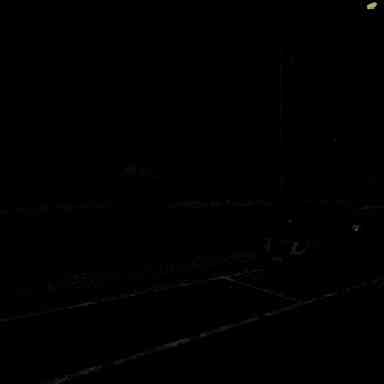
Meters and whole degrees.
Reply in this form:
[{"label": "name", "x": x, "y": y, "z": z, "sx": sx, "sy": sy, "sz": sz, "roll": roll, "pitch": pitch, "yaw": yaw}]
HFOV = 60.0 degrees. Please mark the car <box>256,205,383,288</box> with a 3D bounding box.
[{"label": "car", "x": 4.104, "y": 1.313, "z": 9.466, "sx": 5.009, "sy": 1.841, "sz": 2.192, "roll": 0, "pitch": 0, "yaw": -36}]
